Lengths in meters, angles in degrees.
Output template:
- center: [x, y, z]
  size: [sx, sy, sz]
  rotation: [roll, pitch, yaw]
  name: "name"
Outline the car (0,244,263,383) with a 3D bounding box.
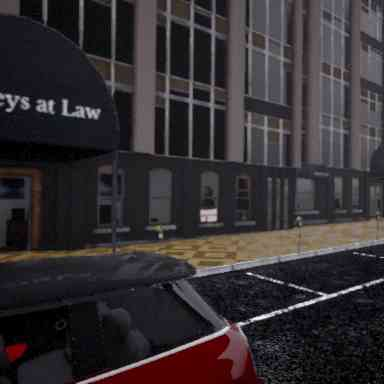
- center: [-1.676, 1.351, 2.182]
  size: [4.553, 1.767, 2.097]
  rotation: [0, 0, -35]
  name: "car"
